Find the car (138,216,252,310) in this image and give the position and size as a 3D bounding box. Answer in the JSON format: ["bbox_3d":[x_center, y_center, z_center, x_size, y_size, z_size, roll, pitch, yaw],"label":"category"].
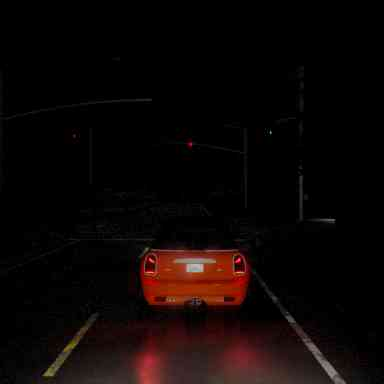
[{"bbox_3d":[0.058,1.352,7.954,2.097,1.767,4.553,0,0,0],"label":"car"}]
